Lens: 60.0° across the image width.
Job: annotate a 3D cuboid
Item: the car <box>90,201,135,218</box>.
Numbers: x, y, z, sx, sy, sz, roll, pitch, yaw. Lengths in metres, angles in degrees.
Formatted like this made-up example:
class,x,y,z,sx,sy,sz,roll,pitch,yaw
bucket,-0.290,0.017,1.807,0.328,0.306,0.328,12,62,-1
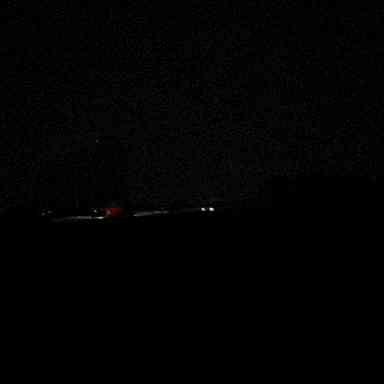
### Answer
class,x,y,z,sx,sy,sz,roll,pitch,yaw
car,-7.227,1.625,30.536,1.994,1.385,4.181,-2,-1,35

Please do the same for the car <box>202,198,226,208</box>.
class,x,y,z,sx,sy,sz,roll,pitch,yaw
car,3.437,1.655,50.730,1.812,1.442,4.674,-2,-1,36

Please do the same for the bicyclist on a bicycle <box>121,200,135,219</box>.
class,x,y,z,sx,sy,sz,roll,pitch,yaw
bicyclist on a bicycle,-5.387,1.471,27.875,1.656,1.620,0.582,-1,0,35

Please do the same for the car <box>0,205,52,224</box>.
class,x,y,z,sx,sy,sz,roll,pitch,yaw
car,-13.853,1.695,26.186,2.033,1.411,5.357,-2,-1,34

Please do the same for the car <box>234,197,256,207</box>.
class,x,y,z,sx,sy,sz,roll,pitch,yaw
car,8.465,1.558,52.887,1.882,1.535,5.008,-2,-1,35

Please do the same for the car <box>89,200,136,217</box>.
class,x,y,z,sx,sy,sz,roll,pitch,yaw
car,-8.133,1.651,34.369,1.812,1.442,4.674,-2,-1,35

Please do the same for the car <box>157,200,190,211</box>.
class,x,y,z,sx,sy,sz,roll,pitch,yaw
car,-2.377,1.713,42.529,1.895,1.301,4.718,-2,-1,35
